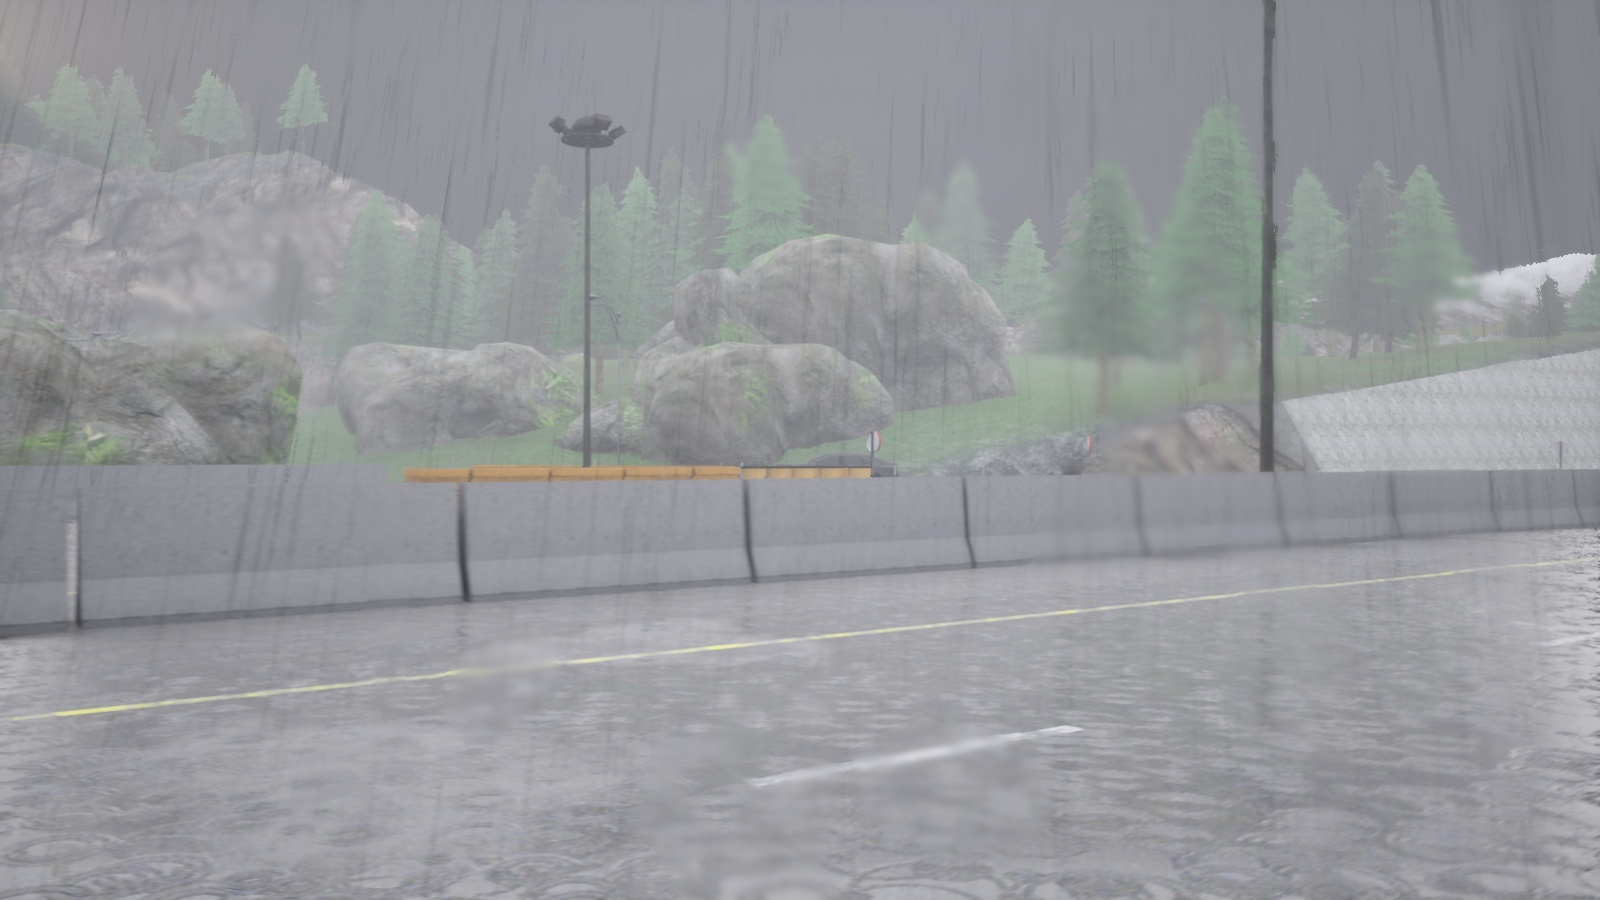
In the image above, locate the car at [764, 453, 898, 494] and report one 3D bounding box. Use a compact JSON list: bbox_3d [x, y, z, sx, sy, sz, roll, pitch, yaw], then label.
[{"bbox_3d":[1.124,0.862,46.670,4.892,1.490,1.837,0,0,0],"label":"car"}]
